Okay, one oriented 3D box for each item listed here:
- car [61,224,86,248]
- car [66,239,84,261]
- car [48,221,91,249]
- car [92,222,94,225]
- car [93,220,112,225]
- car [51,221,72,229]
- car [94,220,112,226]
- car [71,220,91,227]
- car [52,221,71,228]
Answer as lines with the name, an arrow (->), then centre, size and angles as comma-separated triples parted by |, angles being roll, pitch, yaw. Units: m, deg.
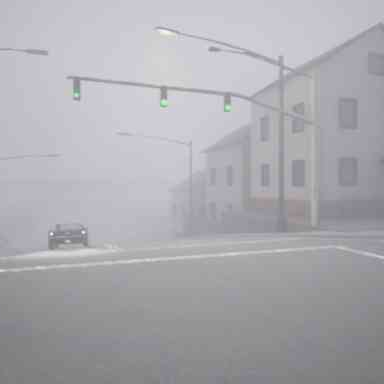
car -> -9.852, 3.756, 27.789 | 1.837, 1.490, 4.892 | -1, -11, -19
car -> -13.142, 6.568, 37.402 | 1.837, 1.490, 4.892 | -1, -19, -19
car -> -6.643, 2.351, 18.063 | 1.895, 1.301, 4.718 | -1, -7, -18
car -> -28.285, 8.267, 84.843 | 2.038, 1.542, 4.974 | 0, 1, 35
car -> -23.496, 8.029, 87.295 | 4.536, 1.218, 1.853 | 0, 1, 10
car -> -32.653, 8.328, 83.376 | 4.974, 1.542, 2.038 | 0, 1, 25
car -> -23.444, 8.186, 87.289 | 4.974, 1.542, 2.038 | 0, 1, 10
car -> -28.257, 8.109, 84.883 | 1.853, 1.218, 4.536 | 0, 1, 35
car -> -32.701, 8.170, 83.395 | 4.536, 1.218, 1.853 | 0, 1, 25
